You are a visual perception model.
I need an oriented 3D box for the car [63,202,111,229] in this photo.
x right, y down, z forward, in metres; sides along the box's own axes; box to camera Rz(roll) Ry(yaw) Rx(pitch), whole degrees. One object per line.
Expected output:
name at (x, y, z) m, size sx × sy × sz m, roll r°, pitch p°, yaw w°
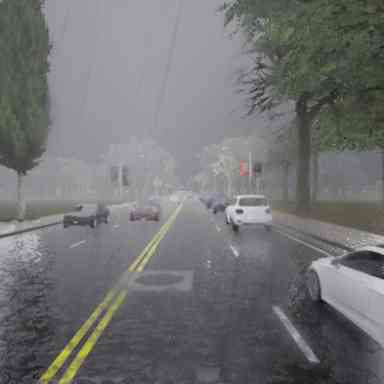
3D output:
car at (-6.635, 1.444, 21.407) m, size 1.882 × 1.535 × 5.008 m, roll 0°, pitch 0°, yaw 0°

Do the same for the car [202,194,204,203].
car at (3.058, 1.436, 56.325) m, size 1.837 × 1.490 × 4.892 m, roll 0°, pitch 0°, yaw 0°

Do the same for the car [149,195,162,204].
car at (-6.760, 1.403, 62.458) m, size 1.882 × 1.535 × 5.008 m, roll 0°, pitch 0°, yaw 0°

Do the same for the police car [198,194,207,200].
police car at (2.797, 1.406, 89.340) m, size 2.038 × 1.542 × 4.974 m, roll 0°, pitch 0°, yaw -1°

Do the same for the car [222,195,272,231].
car at (3.317, 1.190, 20.339) m, size 2.150 × 2.045 × 5.566 m, roll 0°, pitch 0°, yaw 0°

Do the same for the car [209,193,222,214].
car at (3.172, 1.306, 34.284) m, size 2.097 × 1.767 × 4.553 m, roll 0°, pitch 0°, yaw 0°

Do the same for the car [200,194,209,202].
car at (2.897, 1.343, 78.335) m, size 2.033 × 1.649 × 4.856 m, roll 0°, pitch 0°, yaw 0°

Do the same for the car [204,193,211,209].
car at (3.122, 1.163, 45.349) m, size 2.150 × 2.045 × 5.566 m, roll 0°, pitch 0°, yaw 0°

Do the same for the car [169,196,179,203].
car at (-3.516, 1.468, 65.715) m, size 1.812 × 1.442 × 4.674 m, roll 0°, pitch 0°, yaw 0°

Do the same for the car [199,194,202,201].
car at (2.984, 1.425, 67.360) m, size 2.163 × 1.488 × 4.792 m, roll 0°, pitch 0°, yaw 0°

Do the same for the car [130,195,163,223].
car at (-3.395, 1.314, 25.395) m, size 2.097 × 1.767 × 4.553 m, roll 0°, pitch 0°, yaw 0°

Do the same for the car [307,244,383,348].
car at (3.346, 1.517, 5.157) m, size 1.812 × 1.442 × 4.674 m, roll 0°, pitch -1°, yaw 0°
